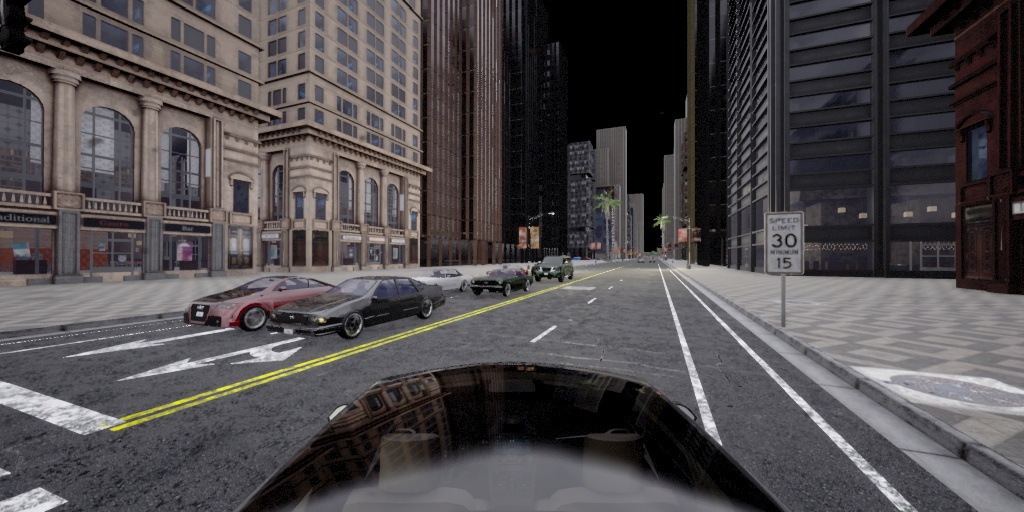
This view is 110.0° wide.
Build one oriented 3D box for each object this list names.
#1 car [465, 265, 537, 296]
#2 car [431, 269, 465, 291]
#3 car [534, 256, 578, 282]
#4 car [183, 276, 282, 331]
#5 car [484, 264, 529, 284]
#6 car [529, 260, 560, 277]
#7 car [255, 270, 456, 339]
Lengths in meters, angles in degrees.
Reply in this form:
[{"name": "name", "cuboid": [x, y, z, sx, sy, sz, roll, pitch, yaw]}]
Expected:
[{"name": "car", "cuboid": [-0.439, 1.357, 19.394, 1.895, 1.301, 4.718, 0, 0, 22]}, {"name": "car", "cuboid": [-4.021, 1.356, 19.200, 1.895, 1.301, 4.718, 0, 0, 22]}, {"name": "car", "cuboid": [3.555, 0.986, 29.318, 2.150, 2.045, 5.566, 0, 0, 22]}, {"name": "car", "cuboid": [-7.285, 1.315, 11.069, 1.994, 1.385, 4.181, 0, 0, 22]}, {"name": "car", "cuboid": [-0.304, 1.364, 28.441, 1.895, 1.301, 4.718, 0, 0, 22]}, {"name": "car", "cuboid": [3.538, 1.250, 37.897, 1.882, 1.535, 5.008, 0, 0, 22]}, {"name": "car", "cuboid": [-4.016, 1.299, 10.497, 2.033, 1.411, 5.357, 0, 0, 22]}]
